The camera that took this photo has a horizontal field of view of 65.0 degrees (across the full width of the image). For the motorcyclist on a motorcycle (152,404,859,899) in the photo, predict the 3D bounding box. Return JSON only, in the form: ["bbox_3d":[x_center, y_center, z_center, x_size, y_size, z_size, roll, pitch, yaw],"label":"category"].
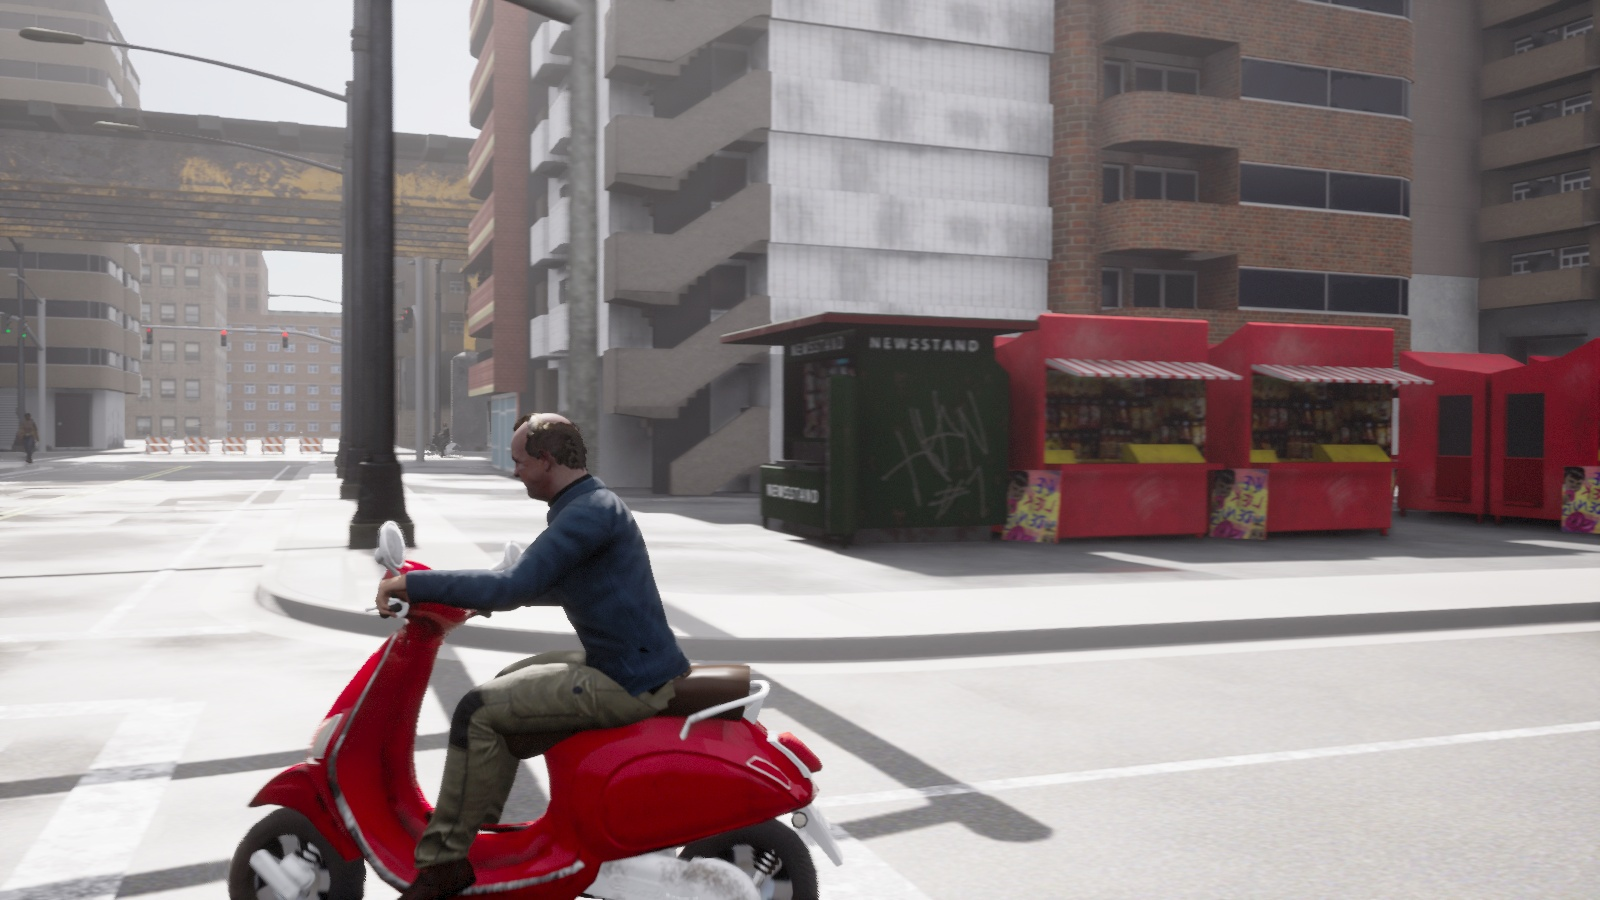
[{"bbox_3d":[-0.755,0.700,3.665,1.817,1.590,0.866,-1,-2,1],"label":"motorcyclist on a motorcycle"}]

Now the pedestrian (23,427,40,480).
[{"bbox_3d":[-26.661,0.118,43.569,0.328,1.805,0.869,-1,1,-21],"label":"pedestrian"}]

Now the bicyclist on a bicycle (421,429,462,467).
[{"bbox_3d":[-17.550,-0.108,61.398,1.843,1.776,0.659,-1,1,-21],"label":"bicyclist on a bicycle"}]
